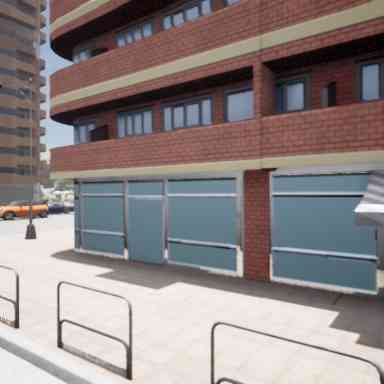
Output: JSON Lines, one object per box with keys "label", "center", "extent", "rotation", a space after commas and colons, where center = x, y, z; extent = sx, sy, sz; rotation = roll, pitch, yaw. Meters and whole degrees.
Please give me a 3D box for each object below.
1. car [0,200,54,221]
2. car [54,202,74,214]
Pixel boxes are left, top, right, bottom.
{"label": "car", "center": [-15.199, 1.529, 29.487], "extent": [2.097, 1.767, 4.553], "rotation": [0, 0, 36]}
{"label": "car", "center": [-15.093, 1.799, 35.572], "extent": [1.895, 1.301, 4.718], "rotation": [0, 0, 36]}
